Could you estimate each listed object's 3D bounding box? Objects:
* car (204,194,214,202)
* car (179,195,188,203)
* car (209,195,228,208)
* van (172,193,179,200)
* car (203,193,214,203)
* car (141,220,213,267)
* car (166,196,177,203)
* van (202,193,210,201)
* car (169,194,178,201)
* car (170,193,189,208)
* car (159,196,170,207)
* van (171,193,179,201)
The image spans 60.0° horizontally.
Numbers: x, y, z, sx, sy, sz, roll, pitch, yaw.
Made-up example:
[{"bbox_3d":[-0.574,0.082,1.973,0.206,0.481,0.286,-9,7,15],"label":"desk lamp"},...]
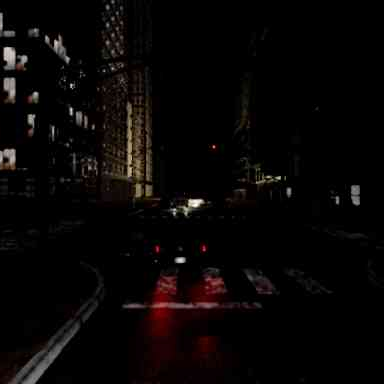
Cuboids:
[{"bbox_3d":[3.641,1.344,73.406,1.967,1.590,4.097,0,0,0],"label":"car"},{"bbox_3d":[-1.631,1.446,66.125,1.812,1.442,4.674,0,0,0],"label":"car"},{"bbox_3d":[3.853,1.524,45.770,1.947,1.339,4.313,0,0,0],"label":"car"},{"bbox_3d":[-4.337,1.207,89.942,1.690,1.788,3.998,0,0,0],"label":"van"},{"bbox_3d":[3.674,1.232,67.878,2.192,1.841,5.009,0,0,0],"label":"car"},{"bbox_3d":[-0.725,1.597,11.409,1.895,1.301,4.718,1,0,-11],"label":"car"},{"bbox_3d":[-4.206,1.482,67.832,1.947,1.339,4.313,0,0,0],"label":"car"},{"bbox_3d":[3.575,1.220,84.461,1.690,1.788,3.998,0,0,0],"label":"van"},{"bbox_3d":[-4.272,1.331,78.887,1.967,1.590,4.097,0,0,0],"label":"car"},{"bbox_3d":[-1.603,1.176,47.336,2.150,2.045,5.566,0,0,0],"label":"car"},{"bbox_3d":[-4.109,1.531,51.249,1.802,1.307,4.206,0,0,0],"label":"car"},{"bbox_3d":[-4.305,1.220,84.414,1.690,1.788,3.998,0,0,0],"label":"van"}]
